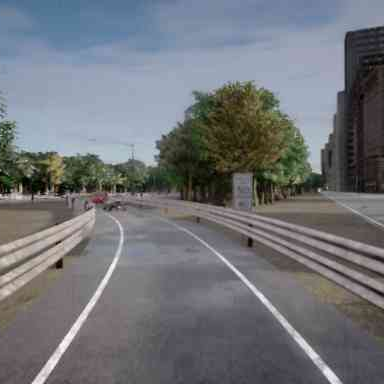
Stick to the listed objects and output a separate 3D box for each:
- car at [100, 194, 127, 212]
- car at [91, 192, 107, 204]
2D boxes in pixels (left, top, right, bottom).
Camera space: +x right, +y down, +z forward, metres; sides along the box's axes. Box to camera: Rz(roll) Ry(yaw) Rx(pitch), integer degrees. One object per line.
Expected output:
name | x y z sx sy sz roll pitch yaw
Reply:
car | -8.742 1.350 37.511 1.837 1.490 4.892 -1 1 -26
car | -13.077 0.963 47.484 2.150 2.045 5.566 -1 1 -18
